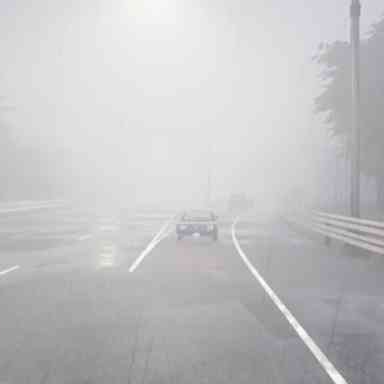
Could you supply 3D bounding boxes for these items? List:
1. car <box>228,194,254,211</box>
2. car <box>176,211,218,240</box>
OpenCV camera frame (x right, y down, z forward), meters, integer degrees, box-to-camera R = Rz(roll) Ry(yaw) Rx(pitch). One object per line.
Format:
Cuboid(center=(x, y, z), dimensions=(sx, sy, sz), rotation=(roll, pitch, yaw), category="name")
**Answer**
Cuboid(center=(5.997, 1.204, 40.510), dimensions=(2.150, 2.045, 5.566), rotation=(0, 0, 22), category="car")
Cuboid(center=(0.395, 1.586, 16.805), dimensions=(1.895, 1.301, 4.718), rotation=(0, 0, 5), category="car")
